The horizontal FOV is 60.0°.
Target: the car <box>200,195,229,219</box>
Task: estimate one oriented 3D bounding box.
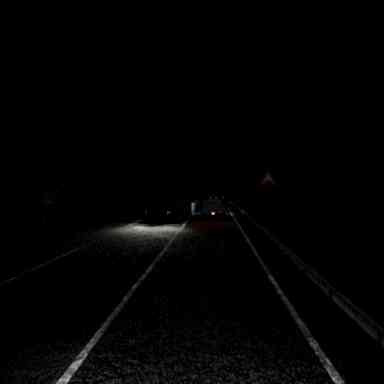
[{"bbox_3d":[1.580,1.181,24.689,1.812,1.442,4.674,0,1,4],"label":"car"}]

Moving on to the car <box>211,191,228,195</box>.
[{"bbox_3d":[3.457,0.665,42.127,2.097,1.767,4.553,-1,2,13],"label":"car"}]

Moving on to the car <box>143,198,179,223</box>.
[{"bbox_3d":[-1.993,1.177,22.714,1.882,1.535,5.008,0,1,4],"label":"car"}]
